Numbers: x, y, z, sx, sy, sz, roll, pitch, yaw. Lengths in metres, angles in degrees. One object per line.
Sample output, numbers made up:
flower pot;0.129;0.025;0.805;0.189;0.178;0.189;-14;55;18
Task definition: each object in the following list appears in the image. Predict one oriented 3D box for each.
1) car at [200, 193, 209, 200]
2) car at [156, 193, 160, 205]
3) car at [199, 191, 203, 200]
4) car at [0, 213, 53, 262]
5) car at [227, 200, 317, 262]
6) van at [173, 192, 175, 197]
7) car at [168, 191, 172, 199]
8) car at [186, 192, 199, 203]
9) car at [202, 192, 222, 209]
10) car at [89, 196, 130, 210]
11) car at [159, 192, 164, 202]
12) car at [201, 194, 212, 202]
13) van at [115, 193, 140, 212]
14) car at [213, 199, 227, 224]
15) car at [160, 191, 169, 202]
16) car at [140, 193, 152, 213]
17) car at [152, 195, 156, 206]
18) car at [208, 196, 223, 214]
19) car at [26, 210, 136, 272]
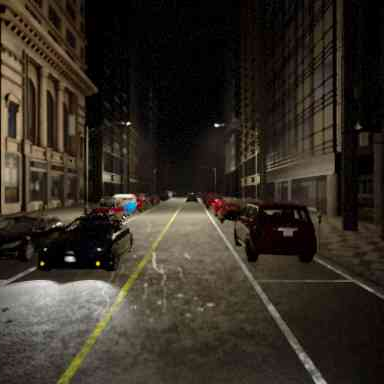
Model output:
car;2.694;1.011;73.525;1.802;1.307;4.206;1;0;0
car;-5.838;1.203;45.409;1.887;1.381;4.507;1;0;0
car;2.691;0.928;51.025;2.192;1.841;5.009;1;0;0
car;-5.848;1.469;11.661;2.008;1.369;4.403;1;0;0
car;2.680;1.233;11.654;2.192;1.841;5.009;1;0;0
van;-5.826;0.679;84.779;1.690;1.788;3.998;1;0;0
car;-5.830;0.791;67.905;2.192;1.841;5.009;1;0;0
car;0.014;1.146;54.818;1.994;1.385;4.181;0;0;0
car;2.688;1.018;39.776;2.192;1.841;5.009;1;0;0
car;-5.843;1.274;22.910;1.967;1.590;4.097;1;0;0
car;-5.837;1.140;50.863;1.752;1.417;4.829;1;0;0
car;2.692;1.072;62.275;2.008;1.369;4.403;1;0;0
van;-5.841;1.132;28.534;1.690;1.788;3.998;1;0;0
car;2.681;1.416;22.906;1.802;1.307;4.206;1;0;0
car;-5.834;1.066;62.282;1.887;1.381;4.507;1;0;0
car;-5.839;1.063;34.158;2.192;1.841;5.009;1;0;0
car;-5.840;1.254;39.784;2.008;1.369;4.403;1;0;0
car;2.683;1.335;28.530;1.887;1.381;4.507;1;0;0
car;-3.085;1.492;10.404;1.994;1.385;4.181;0;0;0
